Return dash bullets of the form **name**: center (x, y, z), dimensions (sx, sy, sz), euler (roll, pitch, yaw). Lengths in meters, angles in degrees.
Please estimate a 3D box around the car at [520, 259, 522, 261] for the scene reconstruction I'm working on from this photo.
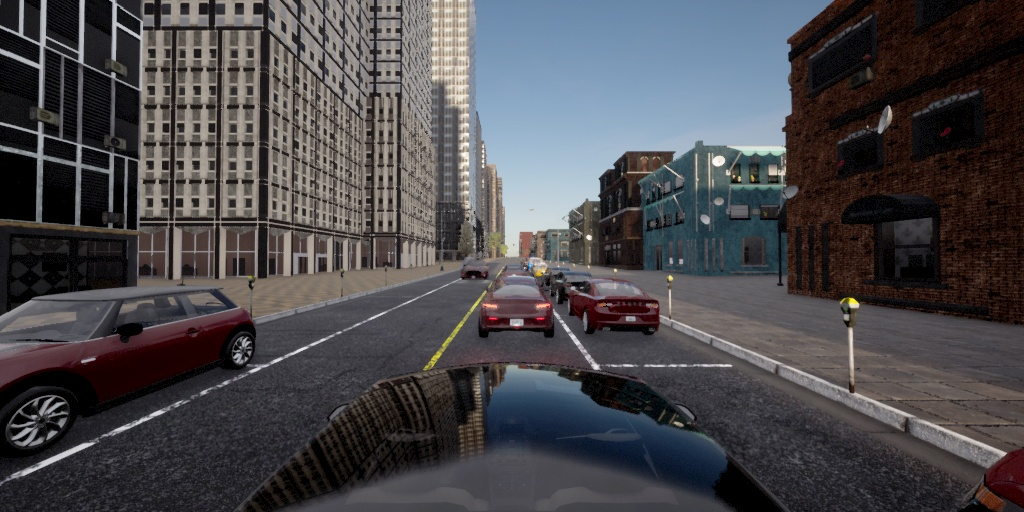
- **car**: center (2.745, 1.057, 53.891), dimensions (2.192, 1.841, 5.009), euler (0, 0, 0)

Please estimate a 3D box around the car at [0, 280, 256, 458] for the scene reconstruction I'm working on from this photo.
- **car**: center (-5.687, 1.190, 4.857), dimensions (1.967, 1.591, 4.097), euler (0, 0, 0)

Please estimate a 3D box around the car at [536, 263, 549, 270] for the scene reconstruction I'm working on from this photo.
- **car**: center (2.711, 1.316, 21.488), dimensions (1.948, 1.339, 4.313), euler (0, 0, 0)

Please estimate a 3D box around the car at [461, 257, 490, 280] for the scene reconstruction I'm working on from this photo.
- **car**: center (-3.070, 1.101, 30.824), dimensions (2.097, 1.767, 4.553), euler (0, 0, 0)

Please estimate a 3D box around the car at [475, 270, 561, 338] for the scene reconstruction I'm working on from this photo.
- **car**: center (0.106, 1.277, 10.111), dimensions (1.812, 1.442, 4.674), euler (0, 0, 0)

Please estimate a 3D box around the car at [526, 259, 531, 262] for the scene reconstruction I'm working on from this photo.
- **car**: center (2.728, 1.298, 37.457), dimensions (2.007, 1.370, 4.403), euler (0, 0, 0)

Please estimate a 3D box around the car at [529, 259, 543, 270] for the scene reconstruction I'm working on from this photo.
- **car**: center (2.723, 1.274, 32.149), dimensions (1.751, 1.417, 4.829), euler (0, 0, 0)

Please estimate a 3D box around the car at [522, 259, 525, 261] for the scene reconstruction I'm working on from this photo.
- **car**: center (2.739, 1.184, 48.413), dimensions (1.967, 1.591, 4.097), euler (0, 0, 0)

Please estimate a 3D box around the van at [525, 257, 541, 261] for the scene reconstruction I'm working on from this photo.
- **van**: center (2.734, 1.087, 42.935), dimensions (1.690, 1.789, 3.998), euler (0, 0, 0)

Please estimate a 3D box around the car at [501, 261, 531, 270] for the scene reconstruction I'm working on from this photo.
- **car**: center (0.129, 1.313, 26.867), dimensions (1.994, 1.385, 4.181), euler (0, 0, 0)

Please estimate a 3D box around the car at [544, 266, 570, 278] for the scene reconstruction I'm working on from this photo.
- **car**: center (2.705, 1.316, 15.944), dimensions (1.948, 1.339, 4.313), euler (0, 0, 0)

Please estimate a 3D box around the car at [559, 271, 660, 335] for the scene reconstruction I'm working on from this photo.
- **car**: center (2.700, 1.296, 10.398), dimensions (1.888, 1.381, 4.507), euler (0, 0, 0)
